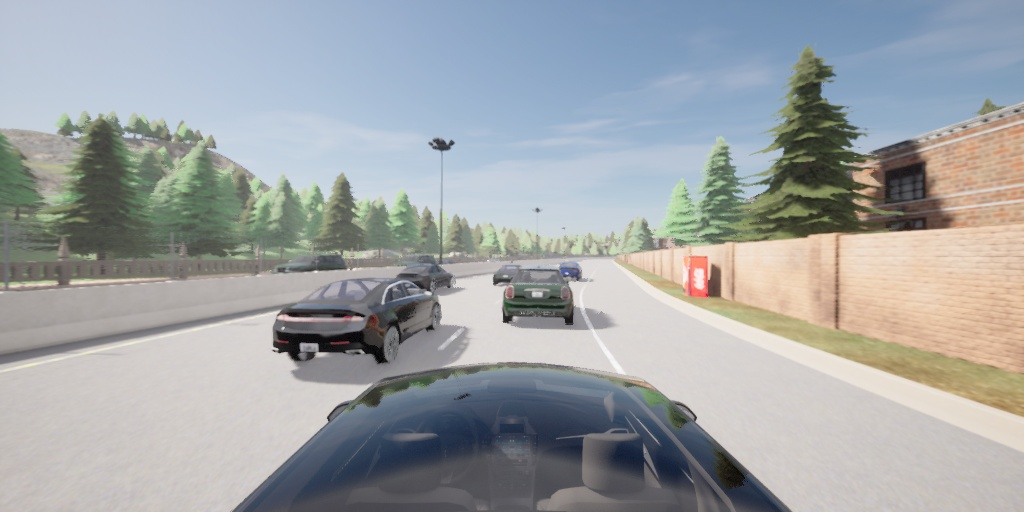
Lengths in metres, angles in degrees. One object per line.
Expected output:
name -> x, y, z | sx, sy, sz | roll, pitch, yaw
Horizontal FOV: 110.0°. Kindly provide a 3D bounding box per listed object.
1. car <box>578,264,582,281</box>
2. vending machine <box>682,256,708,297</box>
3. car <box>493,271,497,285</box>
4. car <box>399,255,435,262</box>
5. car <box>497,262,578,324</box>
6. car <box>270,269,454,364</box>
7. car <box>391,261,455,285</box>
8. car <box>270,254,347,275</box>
car -> 4.956, 1.232, 30.795 | 1.882, 1.535, 5.008 | 0, 0, 14
vending machine -> 8.659, 0.977, 16.962 | 1.100, 2.100, 0.880 | 0, 0, 11
car -> 0.049, 1.299, 25.585 | 1.994, 1.385, 4.181 | 0, 0, 14
car -> -9.037, 0.907, 33.409 | 2.150, 2.045, 5.566 | 0, 0, 15
car -> 0.962, 1.100, 12.184 | 2.097, 1.767, 4.553 | 0, 0, 7
car -> -3.003, 1.223, 8.045 | 2.128, 1.511, 4.902 | 0, 0, 4
car -> -4.772, 1.220, 20.259 | 1.837, 1.490, 4.892 | 0, 0, 11
car -> -14.496, 0.888, 26.047 | 2.150, 2.045, 5.566 | 0, 0, 13
